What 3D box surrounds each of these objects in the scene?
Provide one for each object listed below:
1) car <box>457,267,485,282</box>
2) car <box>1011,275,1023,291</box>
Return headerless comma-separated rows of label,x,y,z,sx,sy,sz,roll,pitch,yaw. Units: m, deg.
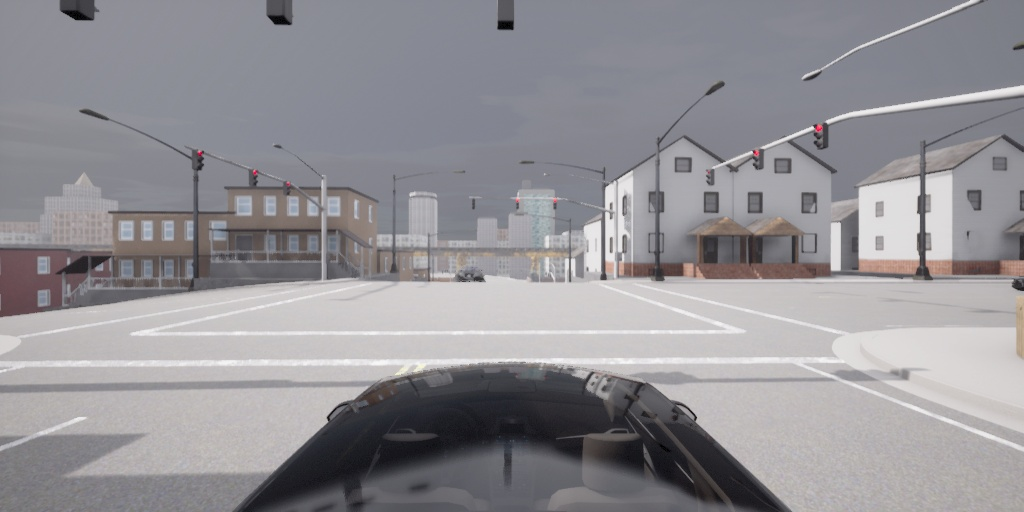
car,-3.231,1.549,28.953,1.994,1.385,4.181,0,-7,0
car,29.887,1.296,19.254,4.181,1.385,1.994,0,0,-1
